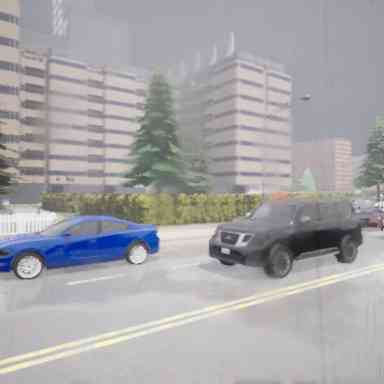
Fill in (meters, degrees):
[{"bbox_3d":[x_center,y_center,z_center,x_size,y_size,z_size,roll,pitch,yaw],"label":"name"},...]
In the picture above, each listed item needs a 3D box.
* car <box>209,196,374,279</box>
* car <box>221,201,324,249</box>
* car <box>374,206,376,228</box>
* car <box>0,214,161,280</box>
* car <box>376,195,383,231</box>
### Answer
[{"bbox_3d":[3.159,1.236,10.515,5.566,2.045,2.150,0,0,-35],"label":"car"},{"bbox_3d":[3.757,1.372,15.254,4.553,1.767,2.097,0,0,-36],"label":"car"},{"bbox_3d":[11.819,1.600,20.974,4.181,1.385,1.994,0,0,-35],"label":"car"},{"bbox_3d":[-3.370,1.482,10.176,5.008,1.535,1.882,0,0,-35],"label":"car"},{"bbox_3d":[11.858,1.254,16.700,5.566,2.045,2.150,0,0,-35],"label":"car"}]
